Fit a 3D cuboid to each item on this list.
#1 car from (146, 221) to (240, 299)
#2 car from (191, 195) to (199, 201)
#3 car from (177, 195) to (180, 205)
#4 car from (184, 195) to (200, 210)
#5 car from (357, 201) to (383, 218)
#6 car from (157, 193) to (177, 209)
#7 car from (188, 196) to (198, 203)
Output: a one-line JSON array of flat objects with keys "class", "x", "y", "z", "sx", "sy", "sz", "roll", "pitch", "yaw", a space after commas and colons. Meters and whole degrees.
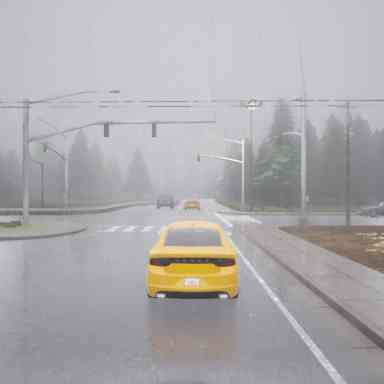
[{"class": "car", "x": 0.049, "y": 1.474, "z": 8.513, "sx": 1.882, "sy": 1.535, "sz": 5.008, "roll": 0, "pitch": 0, "yaw": 1}, {"class": "car", "x": 0.701, "y": 1.442, "z": 83.129, "sx": 1.837, "sy": 1.490, "sz": 4.892, "roll": 0, "pitch": 0, "yaw": 2}, {"class": "car", "x": -3.537, "y": 1.352, "z": 55.952, "sx": 2.097, "sy": 1.767, "sz": 4.553, "roll": 0, "pitch": 0, "yaw": 0}, {"class": "car", "x": 0.020, "y": 1.478, "z": 42.176, "sx": 1.882, "sy": 1.535, "sz": 5.008, "roll": 0, "pitch": 0, "yaw": 0}, {"class": "car", "x": 17.169, "y": 1.552, "z": 29.448, "sx": 4.674, "sy": 1.442, "sz": 1.812, "roll": 0, "pitch": 0, "yaw": 1}, {"class": "car", "x": -3.592, "y": 1.221, "z": 45.658, "sx": 2.150, "sy": 2.045, "sz": 5.566, "roll": 0, "pitch": 0, "yaw": -1}, {"class": "car", "x": 0.302, "y": 1.537, "z": 72.736, "sx": 2.033, "sy": 1.411, "sz": 5.357, "roll": 0, "pitch": 0, "yaw": 2}]
